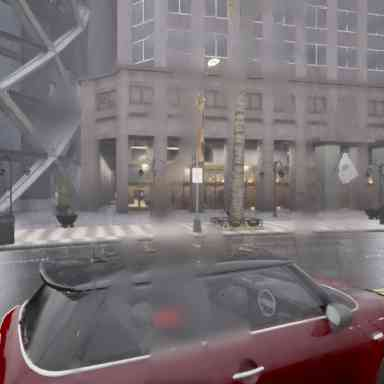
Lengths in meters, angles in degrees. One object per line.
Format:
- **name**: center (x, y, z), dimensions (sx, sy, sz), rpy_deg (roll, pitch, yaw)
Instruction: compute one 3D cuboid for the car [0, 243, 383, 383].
- **car**: center (0.417, 1.352, 3.503), dimensions (4.553, 1.767, 2.097), rpy_deg (0, 0, -28)
